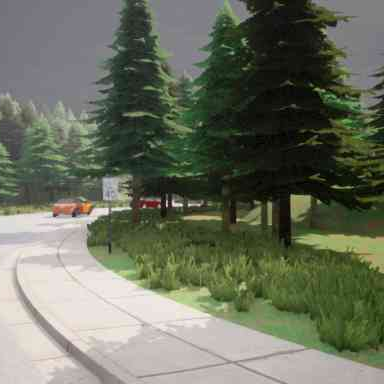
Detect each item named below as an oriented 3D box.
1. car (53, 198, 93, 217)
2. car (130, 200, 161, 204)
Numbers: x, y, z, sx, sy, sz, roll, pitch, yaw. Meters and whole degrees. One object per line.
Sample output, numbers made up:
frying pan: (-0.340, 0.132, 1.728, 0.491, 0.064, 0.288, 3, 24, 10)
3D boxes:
car: (-10.962, 1.351, 30.980, 2.097, 1.767, 4.553, 0, 0, 7)
car: (-5.961, 1.477, 43.629, 1.882, 1.535, 5.008, 0, 0, 33)
